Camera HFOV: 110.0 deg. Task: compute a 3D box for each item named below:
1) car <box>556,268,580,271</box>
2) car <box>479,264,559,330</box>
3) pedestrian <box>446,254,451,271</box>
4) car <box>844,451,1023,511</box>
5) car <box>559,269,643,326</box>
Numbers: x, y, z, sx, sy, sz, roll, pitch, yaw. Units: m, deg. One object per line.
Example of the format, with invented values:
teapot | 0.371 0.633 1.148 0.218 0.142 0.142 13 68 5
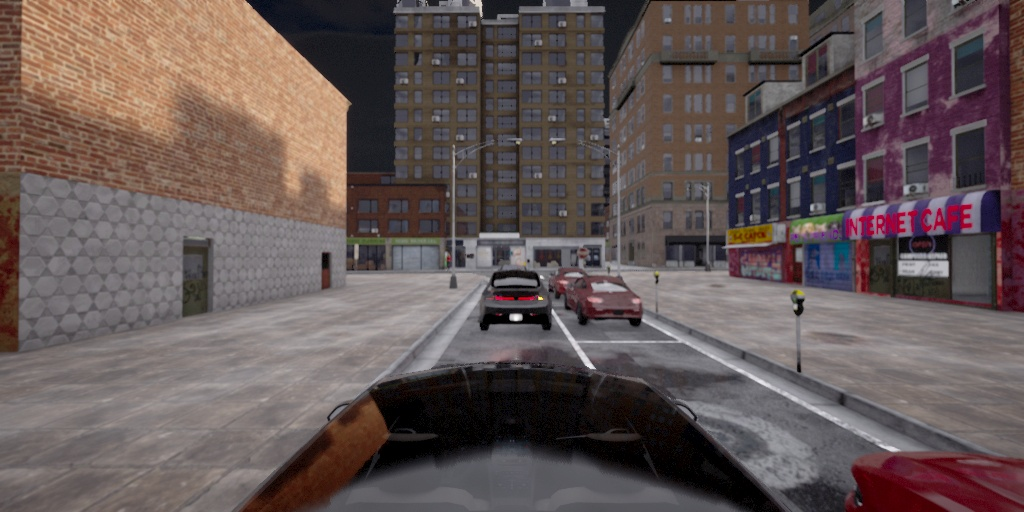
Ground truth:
car | 2.636 1.171 16.418 1.802 1.307 4.207 0 0 0
car | 0.088 1.155 10.684 1.837 1.490 4.892 0 0 0
pedestrian | -6.830 0.637 38.486 0.375 1.860 0.375 0 0 0
car | 2.638 1.314 0.104 1.888 1.381 4.507 0 0 0
car | 2.637 1.230 10.979 1.802 1.307 4.207 0 0 0
